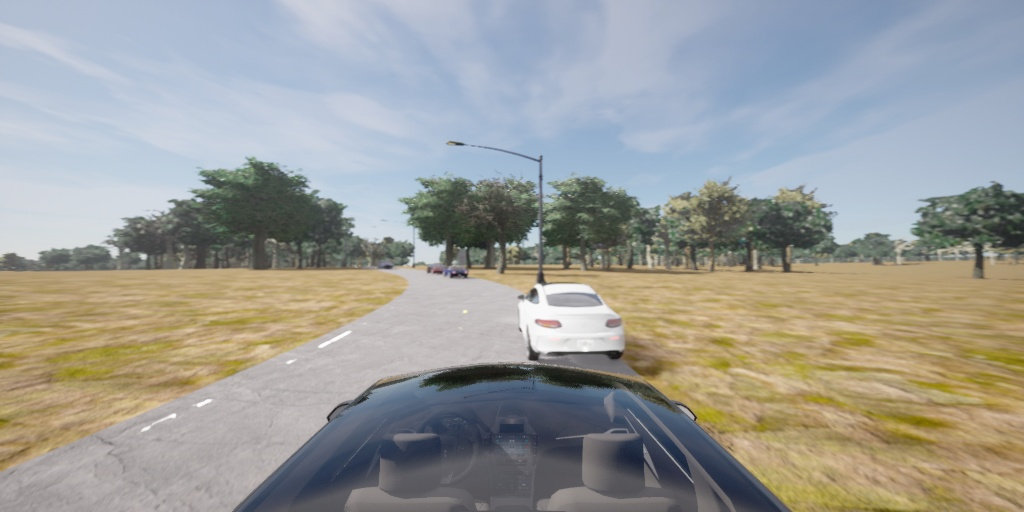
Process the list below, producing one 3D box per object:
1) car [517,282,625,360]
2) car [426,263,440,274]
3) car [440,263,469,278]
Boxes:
[{"bbox_3d":[1.147,1.330,8.357,1.812,1.442,4.674,0,-1,-2],"label":"car"},{"bbox_3d":[-9.660,1.633,46.008,1.994,1.385,4.181,1,-1,-27],"label":"car"},{"bbox_3d":[-5.890,1.628,37.244,1.895,1.301,4.718,1,0,-21],"label":"car"}]
